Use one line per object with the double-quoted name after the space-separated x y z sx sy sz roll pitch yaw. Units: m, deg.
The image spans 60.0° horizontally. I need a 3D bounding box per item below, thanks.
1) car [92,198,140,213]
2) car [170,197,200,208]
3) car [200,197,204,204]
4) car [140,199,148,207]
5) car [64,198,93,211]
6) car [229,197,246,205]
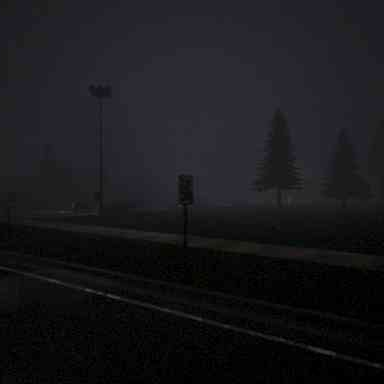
-8.906 1.649 39.574 1.882 1.535 5.008 0 0 35 "car"
-1.279 1.523 50.496 2.097 1.767 4.553 0 0 35 "car"
0.537 1.717 65.220 1.837 1.490 4.892 0 0 35 "car"
-8.845 1.775 51.885 1.994 1.385 4.181 0 0 35 "car"
-14.455 1.563 43.849 2.097 1.767 4.553 0 0 35 "car"
8.975 1.737 65.038 1.994 1.385 4.181 0 0 35 "car"
